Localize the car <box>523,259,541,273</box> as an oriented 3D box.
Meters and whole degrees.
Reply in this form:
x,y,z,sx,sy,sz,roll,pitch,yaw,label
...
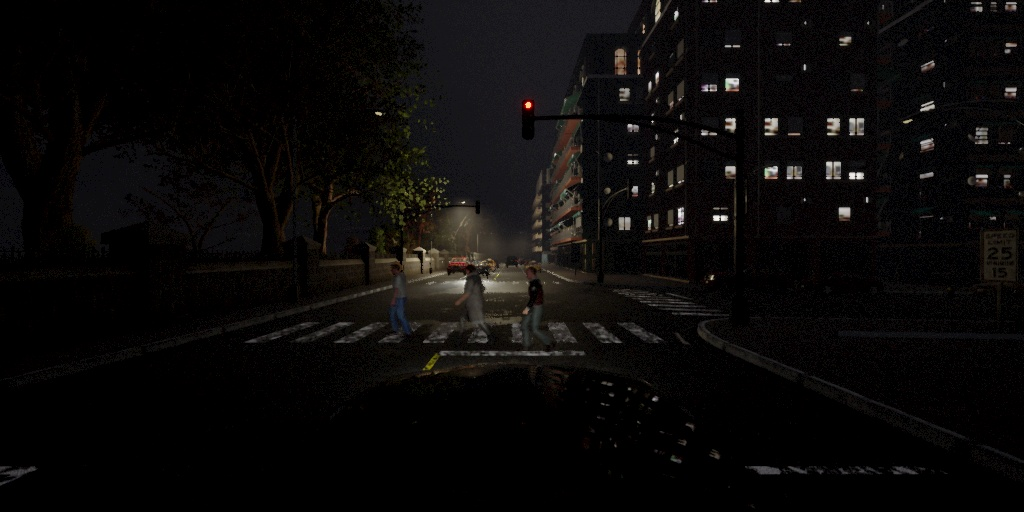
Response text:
x,y,z,sx,sy,sz,roll,pitch,yaw,label
2.689,1.283,44.526,1.751,1.417,4.829,0,0,0,car

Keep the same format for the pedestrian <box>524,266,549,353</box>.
x,y,z,sx,sy,sz,roll,pitch,yaw,label
0.494,1.043,7.392,0.375,1.860,0.375,0,0,0,pedestrian

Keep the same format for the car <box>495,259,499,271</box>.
x,y,z,sx,sy,sz,roll,pitch,yaw,label
-3.090,1.237,46.935,1.882,1.535,5.008,0,0,0,car

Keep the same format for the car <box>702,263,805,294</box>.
x,y,z,sx,sy,sz,roll,pitch,yaw,label
14.598,1.338,22.236,5.009,1.841,2.192,0,0,0,car

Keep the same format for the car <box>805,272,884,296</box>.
x,y,z,sx,sy,sz,roll,pitch,yaw,label
20.293,1.671,22.255,4.507,1.381,1.888,0,0,0,car

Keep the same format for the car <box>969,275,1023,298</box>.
x,y,z,sx,sy,sz,roll,pitch,yaw,label
31.515,1.857,22.290,4.829,1.417,1.751,0,0,0,car

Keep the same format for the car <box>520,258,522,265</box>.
x,y,z,sx,sy,sz,roll,pitch,yaw,label
2.689,1.315,55.427,2.007,1.370,4.403,0,0,0,car

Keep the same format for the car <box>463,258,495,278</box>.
x,y,z,sx,sy,sz,roll,pitch,yaw,label
-3.088,1.244,34.761,2.128,1.511,4.902,0,0,0,car

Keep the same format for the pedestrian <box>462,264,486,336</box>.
x,y,z,sx,sy,sz,roll,pitch,yaw,label
-0.857,1.043,8.041,0.375,1.860,0.375,0,0,0,pedestrian

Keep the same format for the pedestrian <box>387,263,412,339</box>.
x,y,z,sx,sy,sz,roll,pitch,yaw,label
-2.695,1.043,8.640,0.375,1.860,0.375,0,0,0,pedestrian

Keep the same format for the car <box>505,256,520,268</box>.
x,y,z,sx,sy,sz,roll,pitch,yaw,label
-0.001,0.992,63.751,2.150,2.045,5.566,0,0,0,car

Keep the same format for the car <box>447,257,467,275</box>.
x,y,z,sx,sy,sz,roll,pitch,yaw,label
-5.691,1.069,38.820,2.192,1.841,5.009,0,0,0,car

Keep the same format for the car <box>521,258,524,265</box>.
x,y,z,sx,sy,sz,roll,pitch,yaw,label
2.689,1.306,49.891,1.888,1.381,4.507,0,0,0,car
